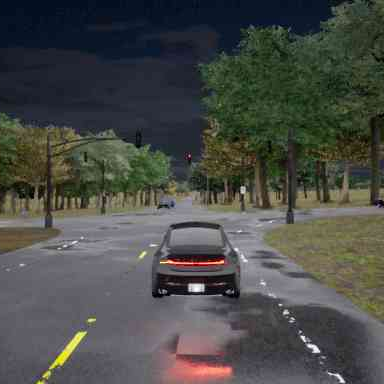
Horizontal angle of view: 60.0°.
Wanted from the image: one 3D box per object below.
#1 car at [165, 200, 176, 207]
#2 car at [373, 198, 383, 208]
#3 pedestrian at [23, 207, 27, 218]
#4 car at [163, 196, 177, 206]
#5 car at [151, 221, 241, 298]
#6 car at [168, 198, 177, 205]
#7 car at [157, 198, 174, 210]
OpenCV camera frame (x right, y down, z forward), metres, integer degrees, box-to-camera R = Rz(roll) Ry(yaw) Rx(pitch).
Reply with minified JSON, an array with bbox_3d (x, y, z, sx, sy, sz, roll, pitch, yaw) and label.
[{"bbox_3d":[-4.571,2.324,70.784,2.033,1.411,5.357,0,-1,-1],"label":"car"},{"bbox_3d":[19.525,0.784,30.819,4.718,1.301,1.895,-2,-1,2],"label":"car"},{"bbox_3d":[-18.108,2.202,36.112,0.375,1.300,0.375,0,1,2],"label":"pedestrian"},{"bbox_3d":[-4.406,1.805,60.453,2.150,2.045,5.566,0,-1,-2],"label":"car"},{"bbox_3d":[0.084,1.508,8.517,1.837,1.490,4.892,0,0,0],"label":"car"},{"bbox_3d":[-4.905,2.517,85.271,2.097,1.767,4.553,0,-2,-1],"label":"car"},{"bbox_3d":[-4.195,2.006,50.264,1.895,1.301,4.718,0,-1,-1],"label":"car"}]
